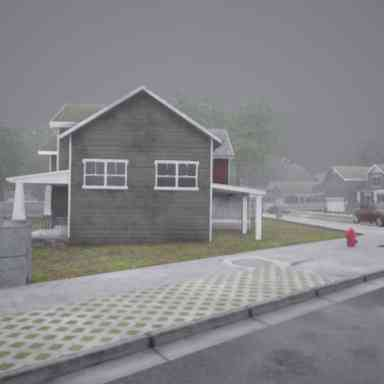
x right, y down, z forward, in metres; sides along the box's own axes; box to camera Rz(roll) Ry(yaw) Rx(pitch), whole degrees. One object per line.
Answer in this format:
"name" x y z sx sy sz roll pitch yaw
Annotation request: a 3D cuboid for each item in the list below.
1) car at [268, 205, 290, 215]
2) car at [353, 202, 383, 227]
"car" 12.100 2.443 46.334 1.994 1.385 4.181 1 -2 -7
"car" 14.244 1.607 25.096 2.097 1.767 4.553 1 -2 -3
